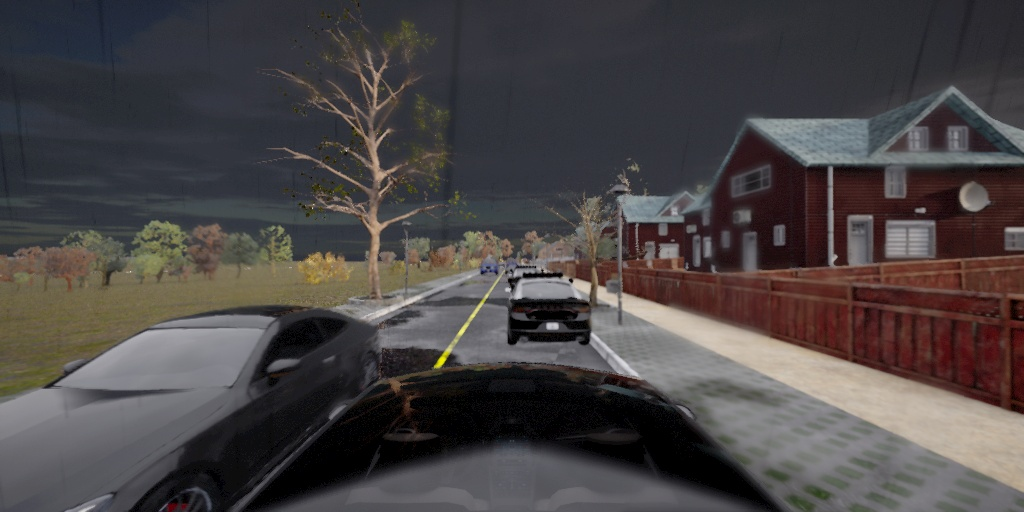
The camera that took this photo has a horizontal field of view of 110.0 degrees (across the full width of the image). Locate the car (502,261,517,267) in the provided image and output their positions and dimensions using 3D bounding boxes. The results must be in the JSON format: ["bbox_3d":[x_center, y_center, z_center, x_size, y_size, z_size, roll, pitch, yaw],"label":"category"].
[{"bbox_3d":[0.062,1.751,47.801,1.994,1.385,4.181,0,-1,0],"label":"car"}]

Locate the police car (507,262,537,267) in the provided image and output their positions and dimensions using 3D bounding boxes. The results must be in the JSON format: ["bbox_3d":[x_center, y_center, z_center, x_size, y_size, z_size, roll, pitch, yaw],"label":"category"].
[{"bbox_3d":[0.835,1.343,19.890,1.930,1.638,5.238,0,-1,0],"label":"police car"}]

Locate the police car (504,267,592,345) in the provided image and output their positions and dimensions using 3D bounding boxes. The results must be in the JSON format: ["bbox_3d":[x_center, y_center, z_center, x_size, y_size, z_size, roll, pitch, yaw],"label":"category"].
[{"bbox_3d":[0.829,1.250,9.891,1.930,1.638,5.238,0,-1,0],"label":"police car"}]

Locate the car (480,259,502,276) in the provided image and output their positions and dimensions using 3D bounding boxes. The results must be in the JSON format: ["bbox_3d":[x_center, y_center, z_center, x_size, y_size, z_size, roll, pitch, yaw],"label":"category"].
[{"bbox_3d":[-2.824,1.386,45.466,2.150,2.045,5.566,0,-1,0],"label":"car"}]

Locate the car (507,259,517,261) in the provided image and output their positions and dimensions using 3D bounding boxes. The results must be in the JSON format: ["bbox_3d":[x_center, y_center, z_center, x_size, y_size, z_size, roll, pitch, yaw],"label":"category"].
[{"bbox_3d":[0.036,1.562,62.927,2.150,2.045,5.566,0,-1,0],"label":"car"}]

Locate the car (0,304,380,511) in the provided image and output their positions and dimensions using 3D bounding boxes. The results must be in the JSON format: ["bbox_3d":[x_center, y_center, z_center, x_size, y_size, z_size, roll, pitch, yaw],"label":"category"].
[{"bbox_3d":[-2.850,1.293,3.631,1.812,1.442,4.674,0,-1,0],"label":"car"}]
